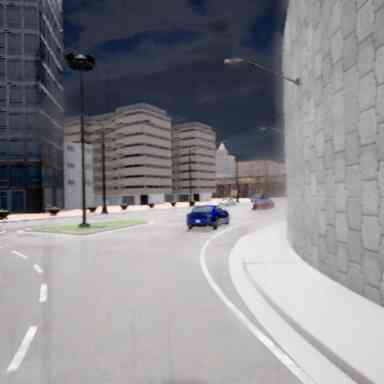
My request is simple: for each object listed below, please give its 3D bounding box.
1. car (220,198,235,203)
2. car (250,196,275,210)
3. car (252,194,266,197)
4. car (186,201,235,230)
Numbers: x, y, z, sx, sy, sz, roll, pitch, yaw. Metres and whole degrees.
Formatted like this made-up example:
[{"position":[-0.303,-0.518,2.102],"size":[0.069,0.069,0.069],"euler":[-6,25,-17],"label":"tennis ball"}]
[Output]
[{"position":[6.132,1.790,58.967],"size":[1.812,1.442,4.674],"euler":[-2,0,33],"label":"car"},{"position":[9.695,1.650,44.585],"size":[1.994,1.385,4.181],"euler":[-2,0,32],"label":"car"},{"position":[14.455,1.386,72.171],"size":[2.150,2.045,5.566],"euler":[-2,0,32],"label":"car"},{"position":[1.183,1.604,22.325],"size":[1.882,1.535,5.008],"euler":[-2,0,20],"label":"car"}]
